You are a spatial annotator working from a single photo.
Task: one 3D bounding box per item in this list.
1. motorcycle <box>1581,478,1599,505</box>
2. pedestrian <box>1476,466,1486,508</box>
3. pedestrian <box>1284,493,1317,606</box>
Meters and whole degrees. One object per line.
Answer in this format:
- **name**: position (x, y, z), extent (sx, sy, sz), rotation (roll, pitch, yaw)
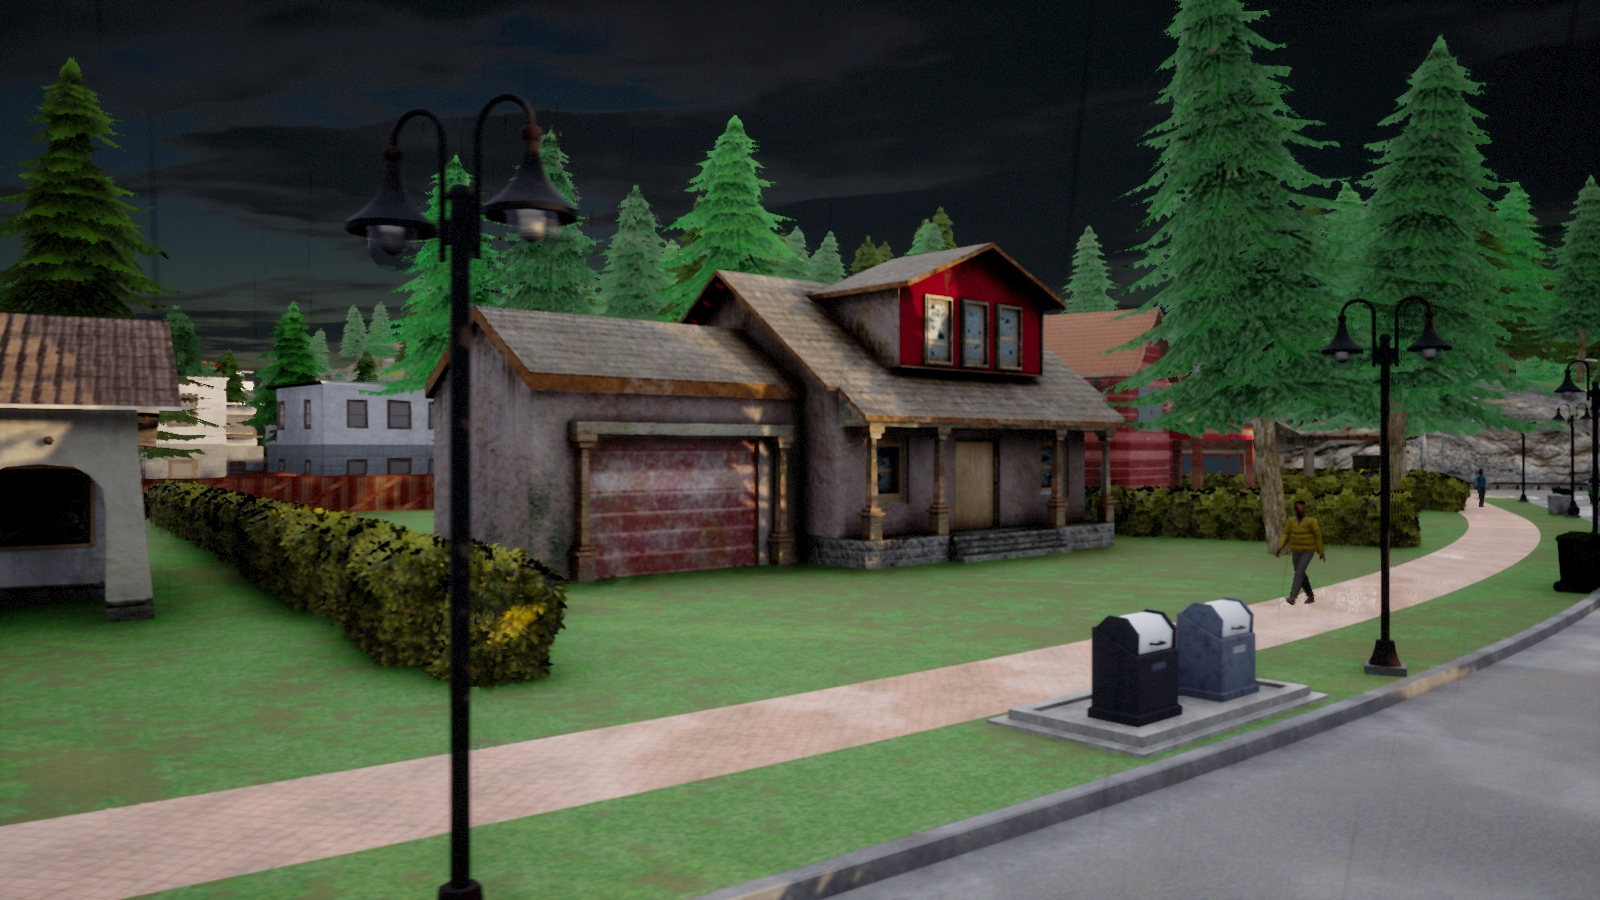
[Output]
- **motorcycle**: position (40.091, 2.090, 57.651), extent (0.856, 1.334, 1.805), rotation (0, 0, 27)
- **pedestrian**: position (30.714, 1.656, 51.542), extent (0.375, 1.860, 0.375), rotation (0, 0, 24)
- **pedestrian**: position (8.399, 1.659, 19.173), extent (0.375, 1.860, 0.375), rotation (0, 0, -40)
